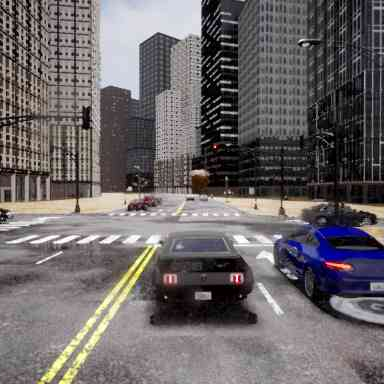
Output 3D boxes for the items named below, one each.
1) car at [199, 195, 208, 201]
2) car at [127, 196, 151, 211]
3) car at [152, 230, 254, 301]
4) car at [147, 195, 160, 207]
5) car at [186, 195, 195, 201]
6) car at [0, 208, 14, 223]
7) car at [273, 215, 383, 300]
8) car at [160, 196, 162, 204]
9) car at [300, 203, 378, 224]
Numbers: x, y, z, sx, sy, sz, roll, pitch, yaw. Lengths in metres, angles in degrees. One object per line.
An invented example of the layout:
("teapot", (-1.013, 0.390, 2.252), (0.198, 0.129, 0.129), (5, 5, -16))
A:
("car", (2.827, 1.397, 80.534), (1.812, 1.442, 4.674), (0, 0, -4))
("car", (-6.533, 1.530, 40.329), (1.994, 1.385, 4.181), (0, 0, 0))
("car", (0.112, 1.598, 8.264), (1.895, 1.301, 4.718), (0, 0, -2))
("car", (-6.516, 1.299, 50.577), (2.097, 1.767, 4.553), (0, 0, 0))
("car", (-0.422, 1.469, 80.421), (1.895, 1.301, 4.718), (0, 0, -4))
("car", (-14.979, 1.427, 22.958), (4.902, 1.511, 2.128), (0, 0, -1))
("car", (3.354, 1.523, 8.232), (1.812, 1.442, 4.674), (0, 0, 1))
("car", (-6.498, 1.416, 60.868), (2.128, 1.511, 4.902), (0, 0, 0))
("car", (9.830, 1.556, 22.398), (4.892, 1.490, 1.837), (0, 0, 1))
